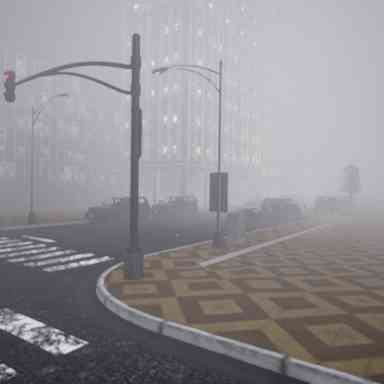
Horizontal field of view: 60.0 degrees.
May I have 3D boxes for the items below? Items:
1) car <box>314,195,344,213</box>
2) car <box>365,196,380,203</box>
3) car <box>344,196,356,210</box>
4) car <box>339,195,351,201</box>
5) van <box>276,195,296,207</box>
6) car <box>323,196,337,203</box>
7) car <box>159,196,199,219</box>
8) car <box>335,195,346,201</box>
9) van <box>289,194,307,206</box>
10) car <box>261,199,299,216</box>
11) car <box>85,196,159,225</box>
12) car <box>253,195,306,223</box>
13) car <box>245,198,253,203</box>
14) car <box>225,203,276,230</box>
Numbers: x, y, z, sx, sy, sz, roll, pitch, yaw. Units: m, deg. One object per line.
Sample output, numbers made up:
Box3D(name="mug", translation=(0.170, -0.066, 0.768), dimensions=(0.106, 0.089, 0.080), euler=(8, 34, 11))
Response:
Box3D(name="car", translation=(15.756, 1.411, 38.904), dimensions=(2.192, 1.841, 5.009), euler=(1, 1, 35))
Box3D(name="car", translation=(40.014, 1.581, 73.165), dimensions=(1.967, 1.590, 4.097), euler=(1, 1, 35))
Box3D(name="car", translation=(20.746, 1.420, 46.024), dimensions=(2.192, 1.841, 5.009), euler=(1, 1, 35))
Box3D(name="car", translation=(40.011, 1.586, 86.774), dimensions=(1.947, 1.339, 4.313), euler=(1, 1, 35))
Box3D(name="van", translation=(14.321, 1.315, 50.586), dimensions=(1.690, 1.788, 3.998), euler=(1, 1, 35))
Box3D(name="car", translation=(30.376, 1.586, 73.204), dimensions=(1.802, 1.307, 4.206), euler=(1, 1, 35))
Box3D(name="car", translation=(-1.387, 1.253, 28.683), dimensions=(2.192, 1.841, 5.009), euler=(1, 1, 35))
Box3D(name="car", translation=(36.701, 1.540, 82.112), dimensions=(1.752, 1.417, 4.829), euler=(1, 1, 35))
Box3D(name="van", translation=(17.533, 1.321, 55.109), dimensions=(1.690, 1.788, 3.998), euler=(1, 1, 35))
Box3D(name="car", translation=(9.020, 1.534, 33.942), dimensions=(2.128, 1.511, 4.902), euler=(1, 1, 35))
Box3D(name="car", translation=(-5.053, 1.245, 23.520), dimensions=(2.192, 1.841, 5.009), euler=(1, 1, 35))
Box3D(name="car", translation=(7.164, 1.393, 26.669), dimensions=(2.192, 1.841, 5.009), euler=(1, 1, 35))
Box3D(name="car", translation=(8.140, 1.400, 41.993), dimensions=(1.967, 1.590, 4.097), euler=(1, 1, 35))
Box3D(name="car", translation=(3.664, 1.652, 21.747), dimensions=(1.802, 1.307, 4.206), euler=(1, 1, 35))
